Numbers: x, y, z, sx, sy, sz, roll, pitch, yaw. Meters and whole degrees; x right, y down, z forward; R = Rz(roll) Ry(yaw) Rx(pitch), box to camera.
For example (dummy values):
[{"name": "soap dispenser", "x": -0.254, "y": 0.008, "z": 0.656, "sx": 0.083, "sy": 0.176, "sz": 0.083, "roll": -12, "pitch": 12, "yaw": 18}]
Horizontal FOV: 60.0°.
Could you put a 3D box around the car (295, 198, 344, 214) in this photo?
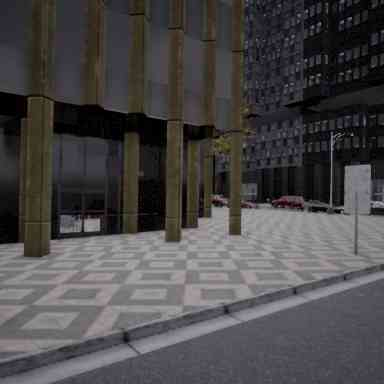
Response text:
[{"name": "car", "x": 13.187, "y": 1.539, "z": 33.829, "sx": 1.947, "sy": 1.339, "sz": 4.313, "roll": 1, "pitch": -1, "yaw": -35}]

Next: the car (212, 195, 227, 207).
[{"name": "car", "x": 3.623, "y": 1.311, "z": 47.323, "sx": 2.192, "sy": 1.841, "sz": 5.009, "roll": 1, "pitch": -1, "yaw": -35}]

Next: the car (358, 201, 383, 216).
[{"name": "car", "x": 16.376, "y": 1.517, "z": 29.332, "sx": 2.008, "sy": 1.369, "sz": 4.403, "roll": 1, "pitch": -1, "yaw": -35}]

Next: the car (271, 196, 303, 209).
[{"name": "car", "x": 13.760, "y": 1.487, "z": 47.763, "sx": 2.192, "sy": 1.841, "sz": 5.009, "roll": 1, "pitch": -1, "yaw": -35}]

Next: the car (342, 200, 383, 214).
[{"name": "car", "x": 20.134, "y": 1.708, "z": 38.767, "sx": 2.008, "sy": 1.369, "sz": 4.403, "roll": 1, "pitch": -1, "yaw": -35}]

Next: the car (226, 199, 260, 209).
[{"name": "car", "x": 6.808, "y": 1.570, "z": 42.823, "sx": 1.802, "sy": 1.307, "sz": 4.206, "roll": 1, "pitch": -1, "yaw": -35}]

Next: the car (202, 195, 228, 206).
[{"name": "car", "x": 4.194, "y": 1.511, "z": 61.253, "sx": 2.192, "sy": 1.841, "sz": 5.009, "roll": 1, "pitch": -1, "yaw": -35}]
